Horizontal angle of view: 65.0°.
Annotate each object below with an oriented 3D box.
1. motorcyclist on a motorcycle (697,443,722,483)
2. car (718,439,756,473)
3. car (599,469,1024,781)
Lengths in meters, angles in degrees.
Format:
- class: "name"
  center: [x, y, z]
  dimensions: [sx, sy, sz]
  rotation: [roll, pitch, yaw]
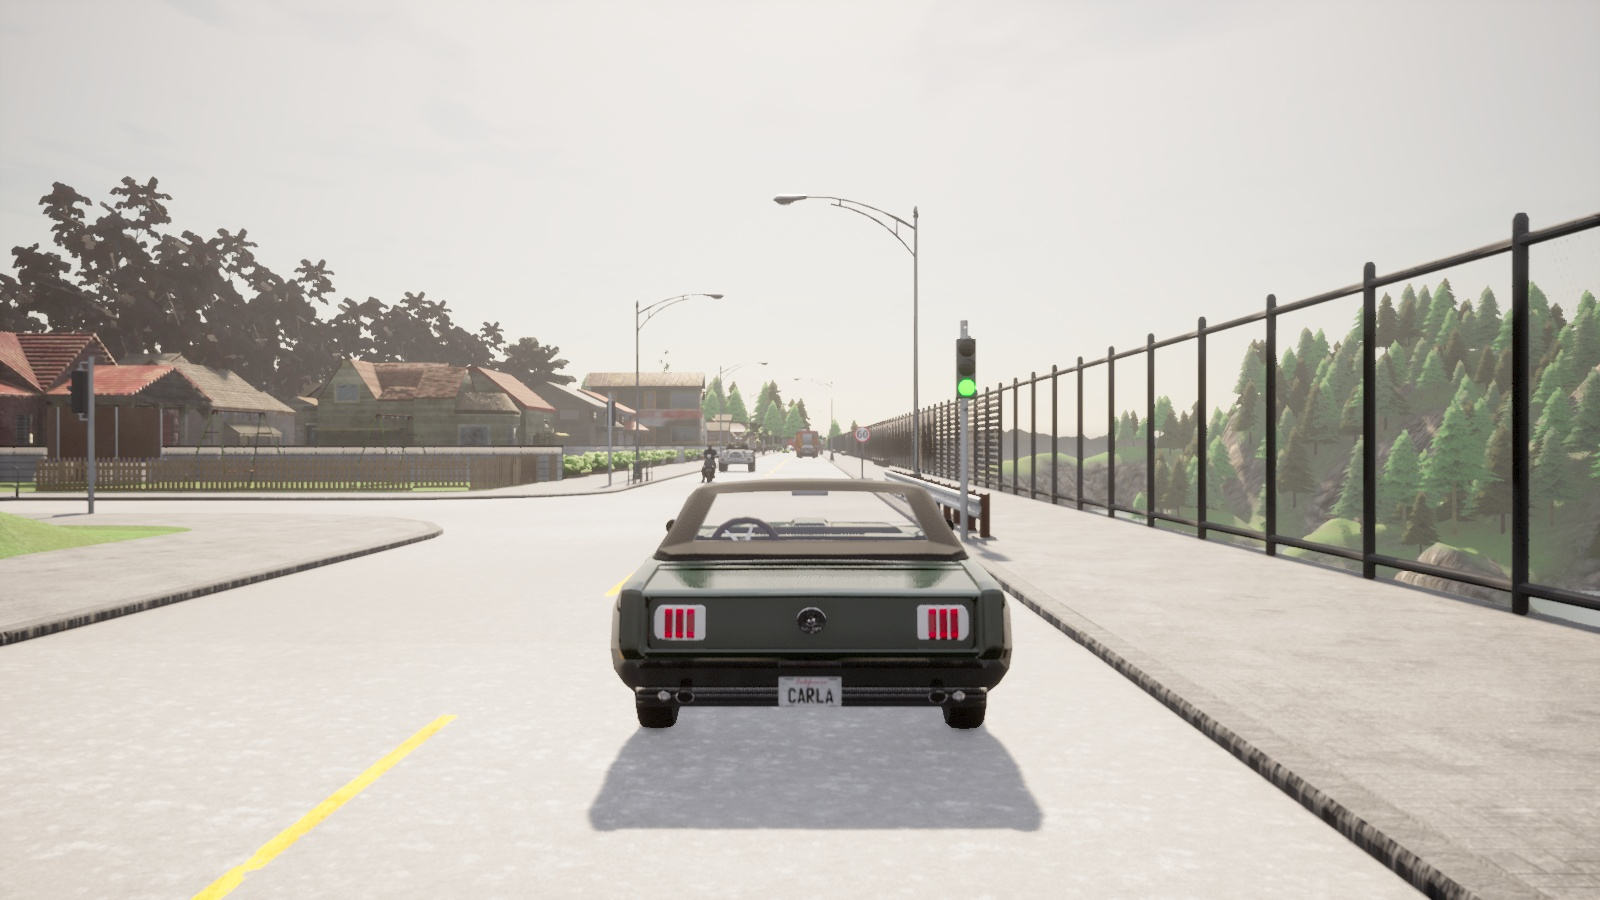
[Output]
- class: "motorcyclist on a motorcycle"
  center: [-3.683, 0.521, 51.232]
  dimensions: [0.866, 1.590, 1.817]
  rotation: [0, 0, 0]
- class: "car"
  center: [-3.560, 0.314, 71.715]
  dimensions: [1.932, 1.855, 4.605]
  rotation: [0, 0, 0]
- class: "car"
  center: [0.062, 0.820, 7.967]
  dimensions: [1.895, 1.301, 4.718]
  rotation: [0, 0, 0]
